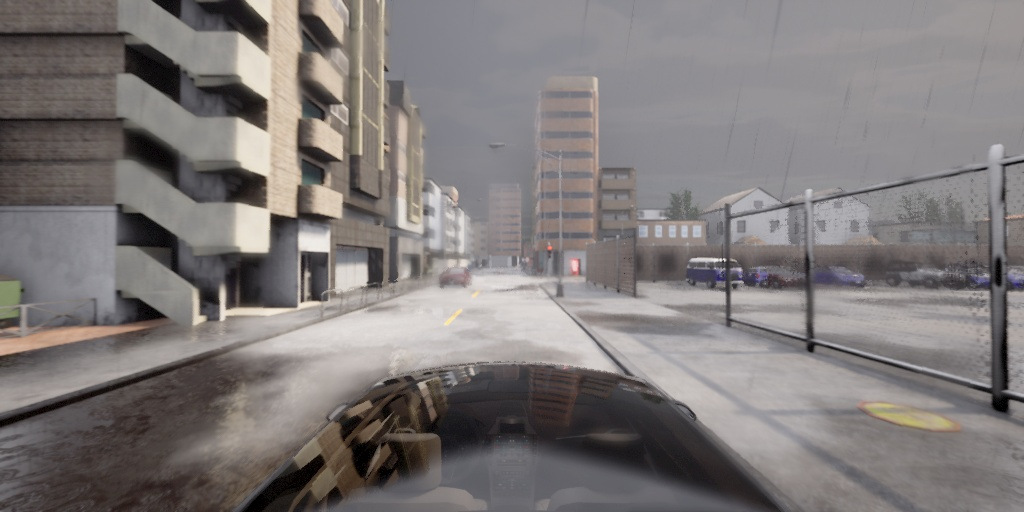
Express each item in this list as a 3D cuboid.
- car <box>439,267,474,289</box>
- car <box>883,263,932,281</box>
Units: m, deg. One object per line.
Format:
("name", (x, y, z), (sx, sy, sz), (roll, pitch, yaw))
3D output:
("car", (-4.016, 1.550, 26.249), (1.812, 1.442, 4.674), (0, -1, 0))
("car", (42.385, 1.737, 39.183), (4.181, 1.385, 1.994), (0, -1, 0))
